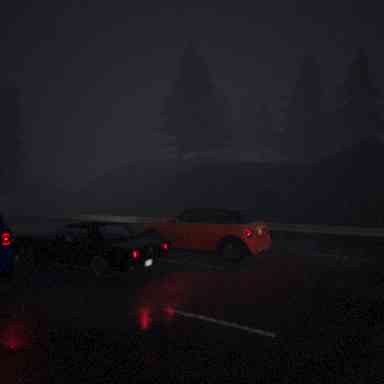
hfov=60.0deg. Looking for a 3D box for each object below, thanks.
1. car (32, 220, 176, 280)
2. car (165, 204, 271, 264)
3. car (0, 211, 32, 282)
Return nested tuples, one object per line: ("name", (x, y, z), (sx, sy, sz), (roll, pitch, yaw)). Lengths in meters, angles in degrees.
("car", (-3.046, 1.518, 9.667), (4.718, 1.301, 1.895), (0, 0, 30))
("car", (0.333, 1.262, 11.648), (4.553, 1.767, 2.097), (0, 1, 31))
("car", (-6.472, 1.146, 7.585), (5.566, 2.045, 2.150), (0, 0, 29))
